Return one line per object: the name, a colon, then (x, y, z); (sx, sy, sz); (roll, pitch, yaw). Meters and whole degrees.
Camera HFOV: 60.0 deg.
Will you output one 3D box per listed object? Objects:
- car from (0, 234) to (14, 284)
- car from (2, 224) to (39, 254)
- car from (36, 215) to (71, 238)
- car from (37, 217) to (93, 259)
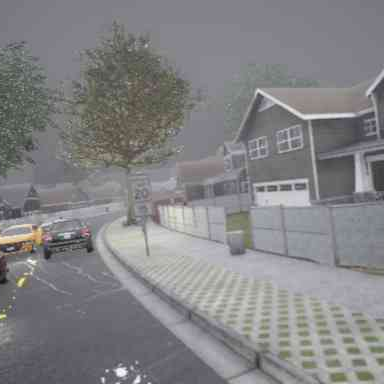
car: (-6.414, 2.295, 9.294); (1.812, 1.442, 4.674); (-7, 0, -22)
car: (-9.752, 2.640, 18.994); (1.882, 1.535, 5.008); (-7, 0, -16)
car: (-12.318, 2.981, 29.897); (1.812, 1.442, 4.674); (-7, 0, -9)
car: (-6.227, 2.095, 16.866); (2.097, 1.767, 4.553); (-7, 0, -18)
